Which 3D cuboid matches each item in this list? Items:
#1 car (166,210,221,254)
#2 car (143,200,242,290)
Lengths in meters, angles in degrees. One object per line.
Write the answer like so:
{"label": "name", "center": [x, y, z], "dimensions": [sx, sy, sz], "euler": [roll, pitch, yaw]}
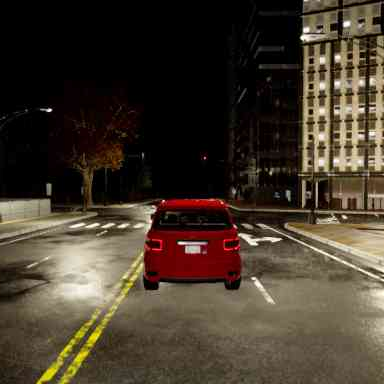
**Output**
{"label": "car", "center": [0.066, 1.560, 14.127], "dimensions": [1.994, 1.385, 4.181], "euler": [0, 0, 0]}
{"label": "car", "center": [-0.020, 1.218, 9.188], "dimensions": [2.150, 2.045, 5.566], "euler": [0, 0, -1]}
